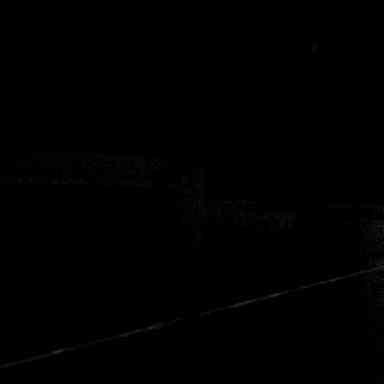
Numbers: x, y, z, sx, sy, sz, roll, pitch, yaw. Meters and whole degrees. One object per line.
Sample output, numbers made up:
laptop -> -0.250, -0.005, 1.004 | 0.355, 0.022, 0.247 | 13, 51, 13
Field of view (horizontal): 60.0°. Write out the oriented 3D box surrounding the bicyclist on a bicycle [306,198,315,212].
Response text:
bicyclist on a bicycle -> 13.286, 1.494, 37.368 | 1.656, 1.620, 0.582 | 0, 0, -36
